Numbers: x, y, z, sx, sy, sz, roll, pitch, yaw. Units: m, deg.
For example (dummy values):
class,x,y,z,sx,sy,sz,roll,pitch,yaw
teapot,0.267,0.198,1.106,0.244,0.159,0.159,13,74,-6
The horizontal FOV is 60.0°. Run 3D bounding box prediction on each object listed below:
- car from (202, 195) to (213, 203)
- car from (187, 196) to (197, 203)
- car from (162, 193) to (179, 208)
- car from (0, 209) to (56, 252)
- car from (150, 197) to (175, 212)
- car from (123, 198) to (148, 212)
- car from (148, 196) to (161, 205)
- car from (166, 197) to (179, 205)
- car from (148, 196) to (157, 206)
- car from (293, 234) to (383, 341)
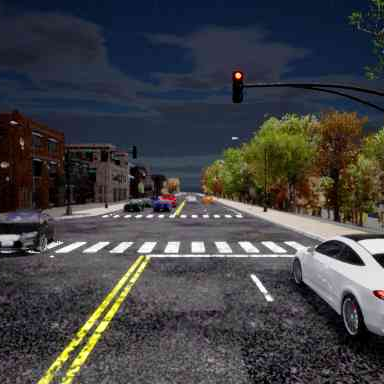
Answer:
class,x,y,z,sx,sy,sz,roll,pitch,yaw
car,3.276,1.344,69.187,2.097,1.767,4.553,0,0,0
car,-0.015,1.518,70.532,1.812,1.442,4.674,0,0,0
car,-3.381,1.216,48.763,2.150,2.045,5.566,0,0,-1
car,-6.828,1.492,13.648,2.128,1.511,4.902,1,0,-14
car,-3.353,1.595,38.429,1.895,1.301,4.718,0,0,0
car,-6.603,1.595,38.420,1.895,1.301,4.718,0,0,0
car,-6.627,1.519,58.934,1.812,1.442,4.674,0,0,0
car,-3.376,1.557,58.855,1.994,1.385,4.181,0,0,1
car,-6.626,1.542,48.653,2.033,1.411,5.357,0,0,0
car,3.352,1.525,6.343,1.812,1.442,4.674,0,0,2
